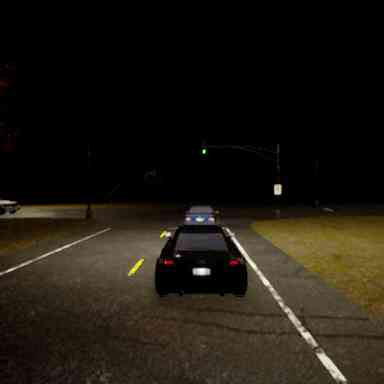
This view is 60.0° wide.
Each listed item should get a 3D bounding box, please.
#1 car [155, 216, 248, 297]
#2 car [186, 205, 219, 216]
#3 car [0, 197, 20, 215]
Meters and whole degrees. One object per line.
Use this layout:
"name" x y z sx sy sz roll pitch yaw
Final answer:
"car" 0.208 1.540 8.588 1.994 1.385 4.181 0 0 1
"car" 0.594 1.489 20.086 2.033 1.411 5.357 0 0 4
"car" -21.542 1.410 35.673 5.566 2.045 2.150 -1 2 3
